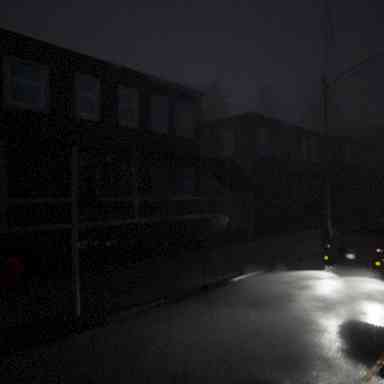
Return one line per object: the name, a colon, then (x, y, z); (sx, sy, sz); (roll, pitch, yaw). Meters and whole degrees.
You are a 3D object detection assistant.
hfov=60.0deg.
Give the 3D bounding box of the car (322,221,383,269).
car: (5.993, 1.674, 11.065); (1.994, 1.385, 4.181); (-2, -1, 45)
